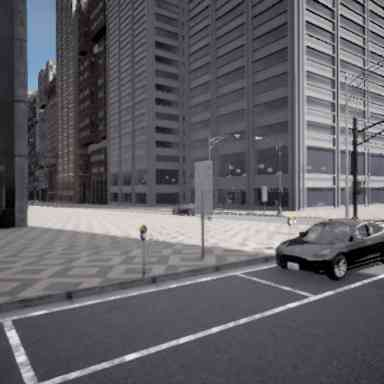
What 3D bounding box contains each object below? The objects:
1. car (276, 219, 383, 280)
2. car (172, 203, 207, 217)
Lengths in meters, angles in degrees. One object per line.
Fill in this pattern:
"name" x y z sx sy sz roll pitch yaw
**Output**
"car" 4.353 1.500 9.751 4.313 1.339 1.947 -1 0 -35
"car" -0.271 1.983 37.148 2.033 1.411 5.357 0 -1 -35
